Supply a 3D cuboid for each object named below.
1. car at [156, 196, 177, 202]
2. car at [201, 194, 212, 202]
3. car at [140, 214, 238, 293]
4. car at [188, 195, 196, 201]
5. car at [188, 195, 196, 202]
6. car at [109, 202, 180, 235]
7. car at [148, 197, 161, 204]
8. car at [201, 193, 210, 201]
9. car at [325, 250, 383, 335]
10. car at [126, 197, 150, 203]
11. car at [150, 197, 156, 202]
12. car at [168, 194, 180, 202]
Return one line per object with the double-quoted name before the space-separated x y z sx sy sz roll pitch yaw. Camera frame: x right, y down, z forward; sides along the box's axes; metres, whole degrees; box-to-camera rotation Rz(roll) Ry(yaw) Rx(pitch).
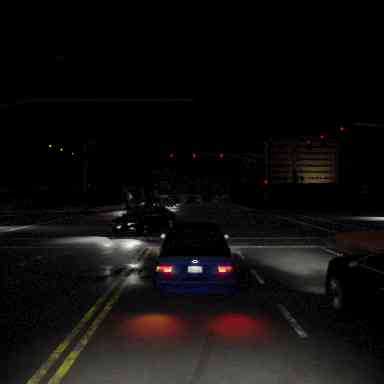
"car" -3.649 1.601 47.643 1.895 1.301 4.718 0 0 0
"car" 3.407 1.344 74.756 2.097 1.767 4.553 0 0 0
"car" 0.072 1.547 8.962 2.033 1.411 5.357 0 0 0
"car" -0.105 1.425 84.736 1.994 1.385 4.181 0 0 0
"car" -0.092 1.531 74.462 2.033 1.411 5.357 0 0 0
"car" -2.634 1.506 18.585 1.837 1.490 4.892 -2 -1 24
"car" -7.126 1.601 64.076 1.895 1.301 4.718 0 0 1
"car" 3.395 1.228 84.712 2.097 1.767 4.553 0 0 0
"car" 3.557 1.491 4.721 2.128 1.511 4.902 0 0 0
"car" -7.194 1.491 42.628 2.128 1.511 4.902 0 0 2
"car" -7.157 1.547 52.377 2.033 1.411 5.357 0 0 0
"car" -3.653 1.491 56.968 2.128 1.511 4.902 0 0 0
